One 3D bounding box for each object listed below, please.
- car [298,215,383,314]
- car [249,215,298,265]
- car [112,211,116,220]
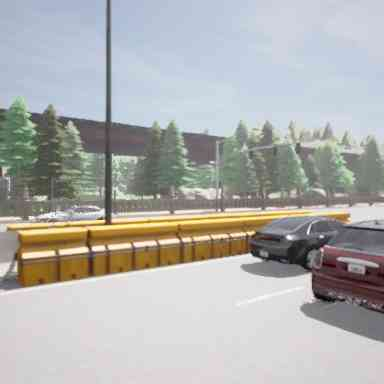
[{"bbox_3d":[4.598,1.366,7.034,4.553,1.767,2.097,0,0,-36],"label":"car"},{"bbox_3d":[4.031,1.523,10.929,4.892,1.490,1.837,0,0,-36],"label":"car"},{"bbox_3d":[-7.016,1.540,20.365,4.674,1.442,1.812,0,0,-36],"label":"car"}]
